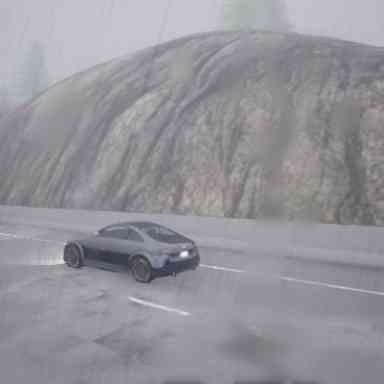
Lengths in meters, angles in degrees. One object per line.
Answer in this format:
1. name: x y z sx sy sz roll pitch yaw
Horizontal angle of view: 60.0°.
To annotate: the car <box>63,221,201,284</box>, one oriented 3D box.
1. car: -1.828 1.540 9.593 4.181 1.385 1.994 0 0 35
